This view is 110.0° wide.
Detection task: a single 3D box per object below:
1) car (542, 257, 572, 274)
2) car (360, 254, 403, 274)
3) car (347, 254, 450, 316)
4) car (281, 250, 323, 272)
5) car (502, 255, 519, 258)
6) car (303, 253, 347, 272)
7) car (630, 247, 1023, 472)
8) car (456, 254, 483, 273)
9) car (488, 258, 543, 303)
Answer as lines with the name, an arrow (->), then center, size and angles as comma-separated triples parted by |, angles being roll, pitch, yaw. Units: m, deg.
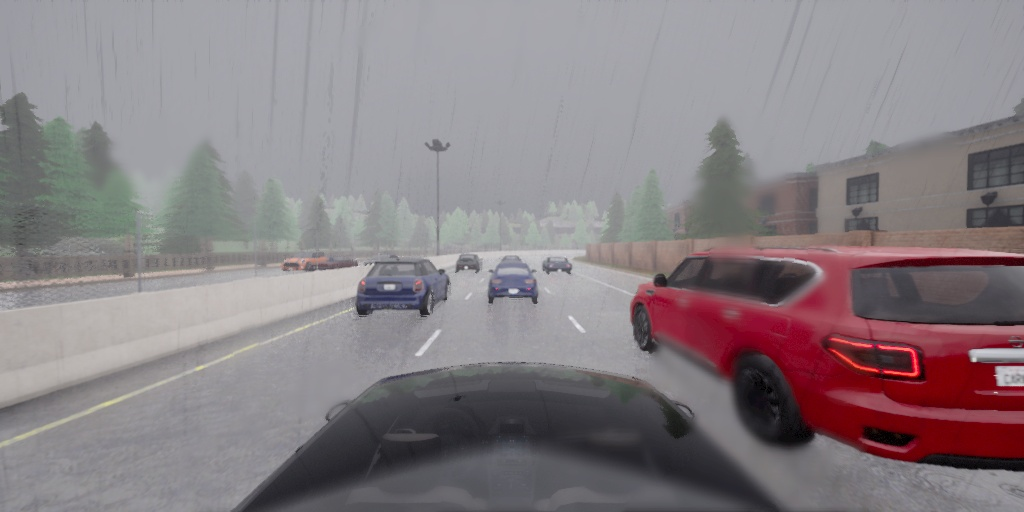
car -> 3.469, 0.711, 28.417 | 1.895, 1.301, 4.718 | 0, 1, 0
car -> -10.735, 0.577, 29.942 | 1.837, 1.490, 4.892 | 0, 1, 0
car -> -3.450, 0.850, 12.195 | 2.097, 1.767, 4.553 | 0, 1, 0
car -> -17.738, 0.399, 30.961 | 2.097, 1.767, 4.553 | 0, 1, 0
car -> -0.042, 0.622, 30.575 | 1.994, 1.385, 4.181 | 0, 1, 0
car -> -14.232, 0.703, 28.657 | 1.895, 1.301, 4.718 | 0, 1, 0
car -> 3.586, 0.887, 5.235 | 2.150, 2.045, 5.566 | 0, 1, 0
car -> -3.539, 0.576, 29.999 | 1.837, 1.490, 4.892 | 0, 1, 0
car -> 0.024, 0.970, 14.442 | 1.812, 1.442, 4.674 | 0, 1, 0
